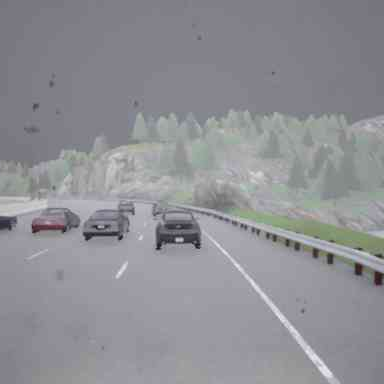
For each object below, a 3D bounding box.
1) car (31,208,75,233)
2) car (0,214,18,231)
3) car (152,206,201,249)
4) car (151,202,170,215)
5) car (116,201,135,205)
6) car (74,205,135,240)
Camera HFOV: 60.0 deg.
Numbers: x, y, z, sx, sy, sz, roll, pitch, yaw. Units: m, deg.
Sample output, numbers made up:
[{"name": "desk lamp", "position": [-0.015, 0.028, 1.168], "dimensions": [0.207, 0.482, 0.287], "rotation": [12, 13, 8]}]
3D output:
[{"name": "car", "position": [-8.268, 1.676, 20.508], "dimensions": [1.994, 1.385, 4.181], "rotation": [0, 0, -7]}, {"name": "car", "position": [-11.535, 1.706, 18.484], "dimensions": [1.895, 1.301, 4.718], "rotation": [0, 0, -6]}, {"name": "car", "position": [-0.685, 1.582, 15.083], "dimensions": [1.837, 1.490, 4.892], "rotation": [0, 0, -5]}, {"name": "car", "position": [-3.122, 1.720, 33.706], "dimensions": [2.033, 1.411, 5.357], "rotation": [0, 0, -10]}, {"name": "car", "position": [-7.365, 1.686, 36.994], "dimensions": [2.128, 1.511, 4.902], "rotation": [0, 0, -11]}, {"name": "car", "position": [-4.390, 1.641, 17.623], "dimensions": [2.033, 1.411, 5.357], "rotation": [0, 0, -6]}]
